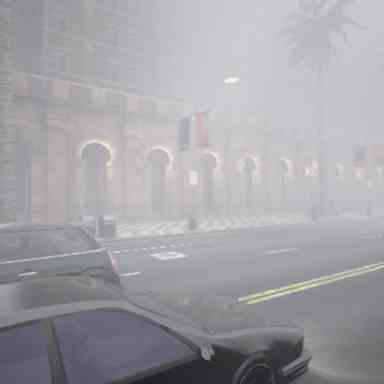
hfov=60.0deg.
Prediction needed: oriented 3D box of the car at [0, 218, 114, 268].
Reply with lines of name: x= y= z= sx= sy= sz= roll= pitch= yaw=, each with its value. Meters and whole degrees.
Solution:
car: x=-3.625 y=1.366 z=5.784 sx=4.553 sy=1.767 sz=2.097 roll=0 pitch=0 yaw=-36

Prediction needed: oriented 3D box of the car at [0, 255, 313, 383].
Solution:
car: x=-1.243 y=1.555 z=2.942 sx=5.357 sy=1.411 sz=2.033 roll=0 pitch=0 yaw=-36
